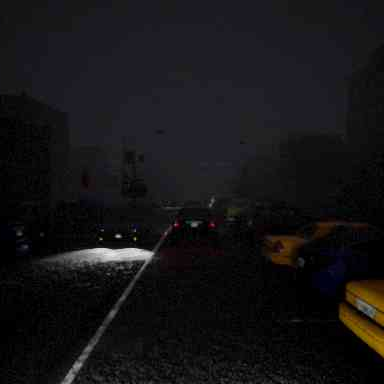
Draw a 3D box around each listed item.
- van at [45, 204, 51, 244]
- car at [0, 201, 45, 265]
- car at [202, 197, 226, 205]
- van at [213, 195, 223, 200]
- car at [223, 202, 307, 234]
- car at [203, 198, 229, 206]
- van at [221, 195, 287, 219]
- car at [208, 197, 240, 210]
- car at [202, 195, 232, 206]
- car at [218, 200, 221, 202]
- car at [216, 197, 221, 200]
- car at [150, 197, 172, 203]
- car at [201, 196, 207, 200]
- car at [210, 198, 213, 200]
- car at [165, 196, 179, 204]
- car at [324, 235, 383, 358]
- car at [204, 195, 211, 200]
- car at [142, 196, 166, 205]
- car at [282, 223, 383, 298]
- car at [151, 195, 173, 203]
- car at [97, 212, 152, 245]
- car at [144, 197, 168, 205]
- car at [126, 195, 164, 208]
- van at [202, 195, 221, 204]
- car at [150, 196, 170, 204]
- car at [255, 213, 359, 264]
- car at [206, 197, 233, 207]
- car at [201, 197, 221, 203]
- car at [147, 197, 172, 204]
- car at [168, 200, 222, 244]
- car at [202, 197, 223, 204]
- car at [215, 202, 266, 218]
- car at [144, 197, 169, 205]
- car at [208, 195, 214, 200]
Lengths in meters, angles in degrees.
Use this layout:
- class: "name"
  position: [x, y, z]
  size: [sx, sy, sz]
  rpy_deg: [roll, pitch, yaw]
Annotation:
- class: "van"
  position: [-7.789, 1.334, 12.475]
  size: [4.442, 1.987, 1.878]
  rpy_deg: [0, 0, 0]
- class: "car"
  position: [-7.702, 1.291, 9.684]
  size: [5.566, 2.045, 2.435]
  rpy_deg: [0, 0, 0]
- class: "car"
  position: [4.691, 1.937, 71.535]
  size: [4.892, 1.521, 2.231]
  rpy_deg: [0, 0, 0]
- class: "van"
  position: [4.790, 1.479, 35.094]
  size: [4.442, 1.987, 1.878]
  rpy_deg: [0, 0, 0]
- class: "car"
  position: [4.670, 1.617, 21.126]
  size: [4.892, 1.521, 2.231]
  rpy_deg: [0, 0, 0]
- class: "car"
  position: [4.688, 1.900, 65.824]
  size: [5.008, 1.535, 2.097]
  rpy_deg: [0, 0, 0]
- class: "van"
  position: [4.549, 1.408, 23.921]
  size: [4.442, 1.987, 1.878]
  rpy_deg: [0, 0, 0]
- class: "car"
  position: [4.714, 1.668, 49.062]
  size: [4.553, 1.767, 2.185]
  rpy_deg: [0, 0, 0]
- class: "car"
  position: [4.664, 1.631, 63.031]
  size: [5.566, 2.045, 2.435]
  rpy_deg: [0, 0, 0]
- class: "car"
  position: [4.662, 1.652, 26.838]
  size: [5.008, 1.535, 2.097]
  rpy_deg: [0, 0, 0]
- class: "car"
  position: [4.700, 1.543, 29.508]
  size: [4.553, 1.767, 2.185]
  rpy_deg: [0, 0, 0]
- class: "car"
  position: [-7.631, 1.976, 82.191]
  size: [5.008, 1.535, 2.097]
  rpy_deg: [0, 0, 0]
- class: "car"
  position: [0.121, 1.567, 33.614]
  size: [2.097, 1.767, 4.553]
  rpy_deg: [0, 0, 0]
- class: "car"
  position: [4.703, 1.752, 37.889]
  size: [4.792, 1.488, 2.163]
  rpy_deg: [0, 0, 0]
- class: "car"
  position: [-3.020, 1.717, 57.180]
  size: [2.097, 1.767, 4.553]
  rpy_deg: [0, 0, 0]
- class: "car"
  position: [4.838, 1.506, 4.364]
  size: [5.366, 1.575, 1.946]
  rpy_deg: [0, 0, 0]
- class: "car"
  position: [4.706, 1.506, 43.477]
  size: [5.566, 2.045, 2.435]
  rpy_deg: [0, 0, 0]
- class: "car"
  position: [-7.666, 1.785, 67.605]
  size: [4.553, 1.767, 2.185]
  rpy_deg: [0, 0, 0]
- class: "car"
  position: [4.683, 1.556, 7.158]
  size: [4.792, 1.488, 2.163]
  rpy_deg: [0, 0, 0]
- class: "car"
  position: [-7.595, 1.696, 85.134]
  size: [5.566, 2.045, 2.435]
  rpy_deg: [0, 0, 0]
- class: "car"
  position: [-3.090, 1.666, 15.874]
  size: [1.994, 1.385, 4.181]
  rpy_deg: [0, 0, 0]
- class: "car"
  position: [-7.639, 1.929, 70.417]
  size: [4.892, 1.521, 2.231]
  rpy_deg: [0, 0, 0]
- class: "car"
  position: [-7.673, 1.566, 52.915]
  size: [5.566, 2.045, 2.435]
  rpy_deg: [0, 0, 0]
- class: "van"
  position: [4.586, 1.757, 79.789]
  size: [4.442, 1.987, 1.878]
  rpy_deg: [0, 0, 0]
- class: "car"
  position: [-7.596, 1.855, 79.362]
  size: [4.553, 1.767, 2.185]
  rpy_deg: [0, 0, 0]
- class: "car"
  position: [4.842, 1.542, 9.951]
  size: [5.366, 1.575, 1.946]
  rpy_deg: [0, 0, 0]
- class: "car"
  position: [4.720, 1.722, 57.568]
  size: [4.553, 1.767, 2.185]
  rpy_deg: [0, 0, 0]
- class: "car"
  position: [4.699, 1.975, 82.597]
  size: [4.892, 1.521, 2.231]
  rpy_deg: [0, 1, 0]
- class: "car"
  position: [-7.444, 1.963, 76.419]
  size: [5.366, 1.575, 1.946]
  rpy_deg: [0, 0, 0]
- class: "car"
  position: [0.109, 1.457, 16.429]
  size: [2.097, 1.767, 4.553]
  rpy_deg: [0, 0, 0]
- class: "car"
  position: [4.708, 1.972, 76.995]
  size: [4.892, 1.521, 2.231]
  rpy_deg: [0, 0, 0]
- class: "car"
  position: [4.669, 1.727, 32.299]
  size: [4.674, 1.452, 2.002]
  rpy_deg: [0, 0, 0]
- class: "car"
  position: [-7.816, 1.945, 73.480]
  size: [5.366, 1.575, 1.946]
  rpy_deg: [0, 0, 0]
- class: "car"
  position: [4.646, 1.614, 40.681]
  size: [4.553, 1.767, 2.185]
  rpy_deg: [0, 0, 0]
